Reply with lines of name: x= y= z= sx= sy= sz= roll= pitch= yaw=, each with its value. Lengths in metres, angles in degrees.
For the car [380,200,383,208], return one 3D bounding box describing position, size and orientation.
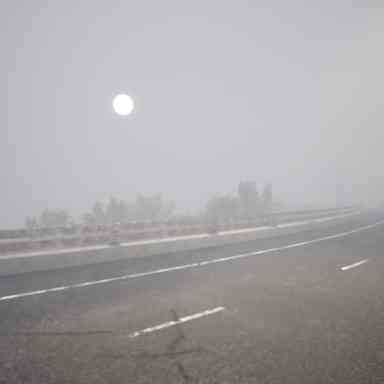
car: x=31.899 y=1.921 z=54.034 sx=2.128 sy=1.511 sz=4.902 roll=0 pitch=-1 yaw=20
